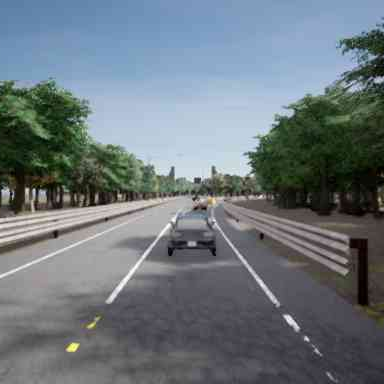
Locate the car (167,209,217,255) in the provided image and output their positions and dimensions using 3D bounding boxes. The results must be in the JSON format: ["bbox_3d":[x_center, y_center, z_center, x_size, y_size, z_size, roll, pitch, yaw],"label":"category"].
[{"bbox_3d":[0.006,1.634,13.732,1.812,1.442,4.674,0,0,0],"label":"car"}]

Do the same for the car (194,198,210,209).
[{"bbox_3d":[1.299,1.979,48.284,1.895,1.301,4.718,0,0,4],"label":"car"}]

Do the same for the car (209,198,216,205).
[{"bbox_3d":[4.223,2.098,74.759,1.882,1.535,5.008,0,-1,8],"label":"car"}]
